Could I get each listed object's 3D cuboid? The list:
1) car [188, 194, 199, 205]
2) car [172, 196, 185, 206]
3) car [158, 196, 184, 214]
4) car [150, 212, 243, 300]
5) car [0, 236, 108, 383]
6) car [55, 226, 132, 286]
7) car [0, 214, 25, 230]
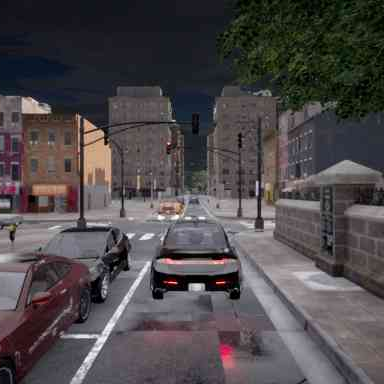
[{"bbox_3d":[0.343,1.509,60.418,1.812,1.442,4.674,0,0,0],"label":"car"},{"bbox_3d":[-2.242,1.477,56.812,2.128,1.511,4.902,0,0,0],"label":"car"},{"bbox_3d":[-2.286,1.343,34.782,2.097,1.767,4.553,0,0,1],"label":"car"},{"bbox_3d":[0.093,1.491,8.386,2.128,1.511,4.902,0,0,0],"label":"car"},{"bbox_3d":[-2.632,1.582,4.545,1.802,1.307,4.206,0,0,0],"label":"car"},{"bbox_3d":[-2.629,1.565,8.207,1.947,1.339,4.313,0,0,0],"label":"car"},{"bbox_3d":[-13.315,1.728,21.118,4.718,1.301,1.895,-1,0,0],"label":"car"}]
